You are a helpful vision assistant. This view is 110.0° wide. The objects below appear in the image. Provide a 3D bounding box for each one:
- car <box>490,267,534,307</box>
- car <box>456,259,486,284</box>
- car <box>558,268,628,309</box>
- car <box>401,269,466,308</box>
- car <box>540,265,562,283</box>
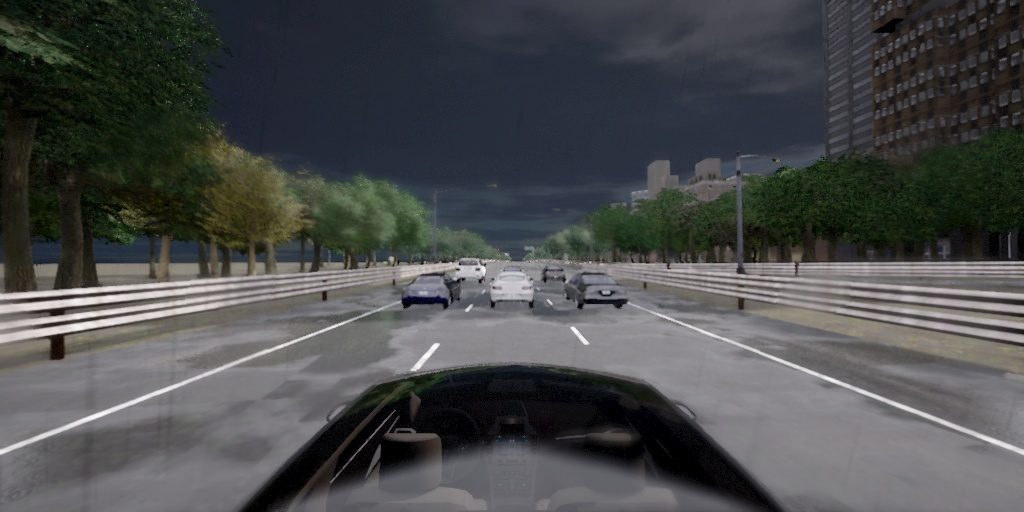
[{"bbox_3d":[0.010,1.412,16.225,1.812,1.442,4.674,0,0,0],"label":"car"},{"bbox_3d":[-3.490,1.235,30.860,2.150,2.045,5.566,0,0,0],"label":"car"},{"bbox_3d":[3.505,1.430,15.842,2.033,1.411,5.357,0,-1,0],"label":"car"},{"bbox_3d":[-3.491,1.450,16.151,1.994,1.385,4.181,0,0,0],"label":"car"},{"bbox_3d":[3.514,1.513,31.140,2.128,1.511,4.902,0,0,0],"label":"car"}]
